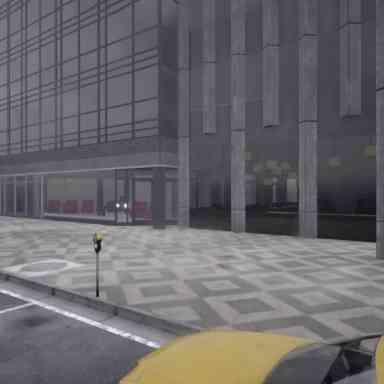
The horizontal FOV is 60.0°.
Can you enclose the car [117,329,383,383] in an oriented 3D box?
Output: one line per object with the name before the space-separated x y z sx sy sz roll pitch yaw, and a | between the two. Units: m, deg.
car | 1.513 1.525 2.002 4.829 1.417 1.752 0 0 36
